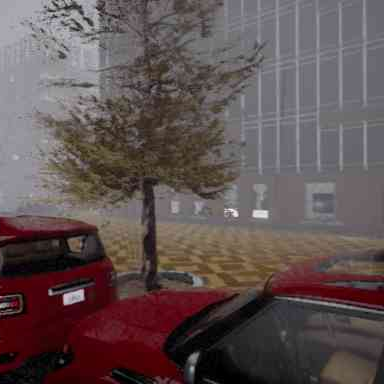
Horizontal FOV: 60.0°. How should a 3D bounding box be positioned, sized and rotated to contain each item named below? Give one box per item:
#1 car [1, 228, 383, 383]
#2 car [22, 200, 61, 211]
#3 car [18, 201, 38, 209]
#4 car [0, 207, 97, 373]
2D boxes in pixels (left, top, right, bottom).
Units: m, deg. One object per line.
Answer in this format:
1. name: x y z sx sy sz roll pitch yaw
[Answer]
1. car: 1.209 1.315 2.025 5.009 1.841 2.192 0 0 36
2. car: -21.087 1.846 46.875 1.752 1.417 4.829 -1 -2 35
3. car: -17.430 1.625 37.619 1.967 1.590 4.097 -2 -2 35
4. car: -3.317 1.296 5.254 5.009 1.841 2.192 0 0 36
